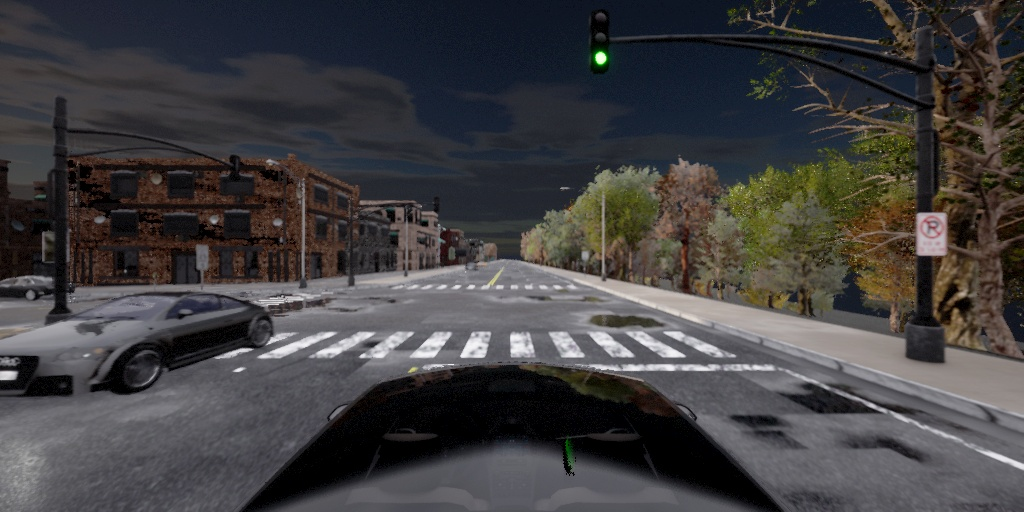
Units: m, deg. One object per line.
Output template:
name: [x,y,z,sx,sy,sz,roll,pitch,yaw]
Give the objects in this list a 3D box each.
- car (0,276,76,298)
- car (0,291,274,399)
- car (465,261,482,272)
car: [-28.370,1.859,20.973,4.403,1.370,2.007,0,0,-1]
car: [-6.509,1.371,6.604,1.994,1.385,4.181,0,-1,0]
car: [-6.745,1.845,59.933,2.128,1.511,4.902,0,0,0]
